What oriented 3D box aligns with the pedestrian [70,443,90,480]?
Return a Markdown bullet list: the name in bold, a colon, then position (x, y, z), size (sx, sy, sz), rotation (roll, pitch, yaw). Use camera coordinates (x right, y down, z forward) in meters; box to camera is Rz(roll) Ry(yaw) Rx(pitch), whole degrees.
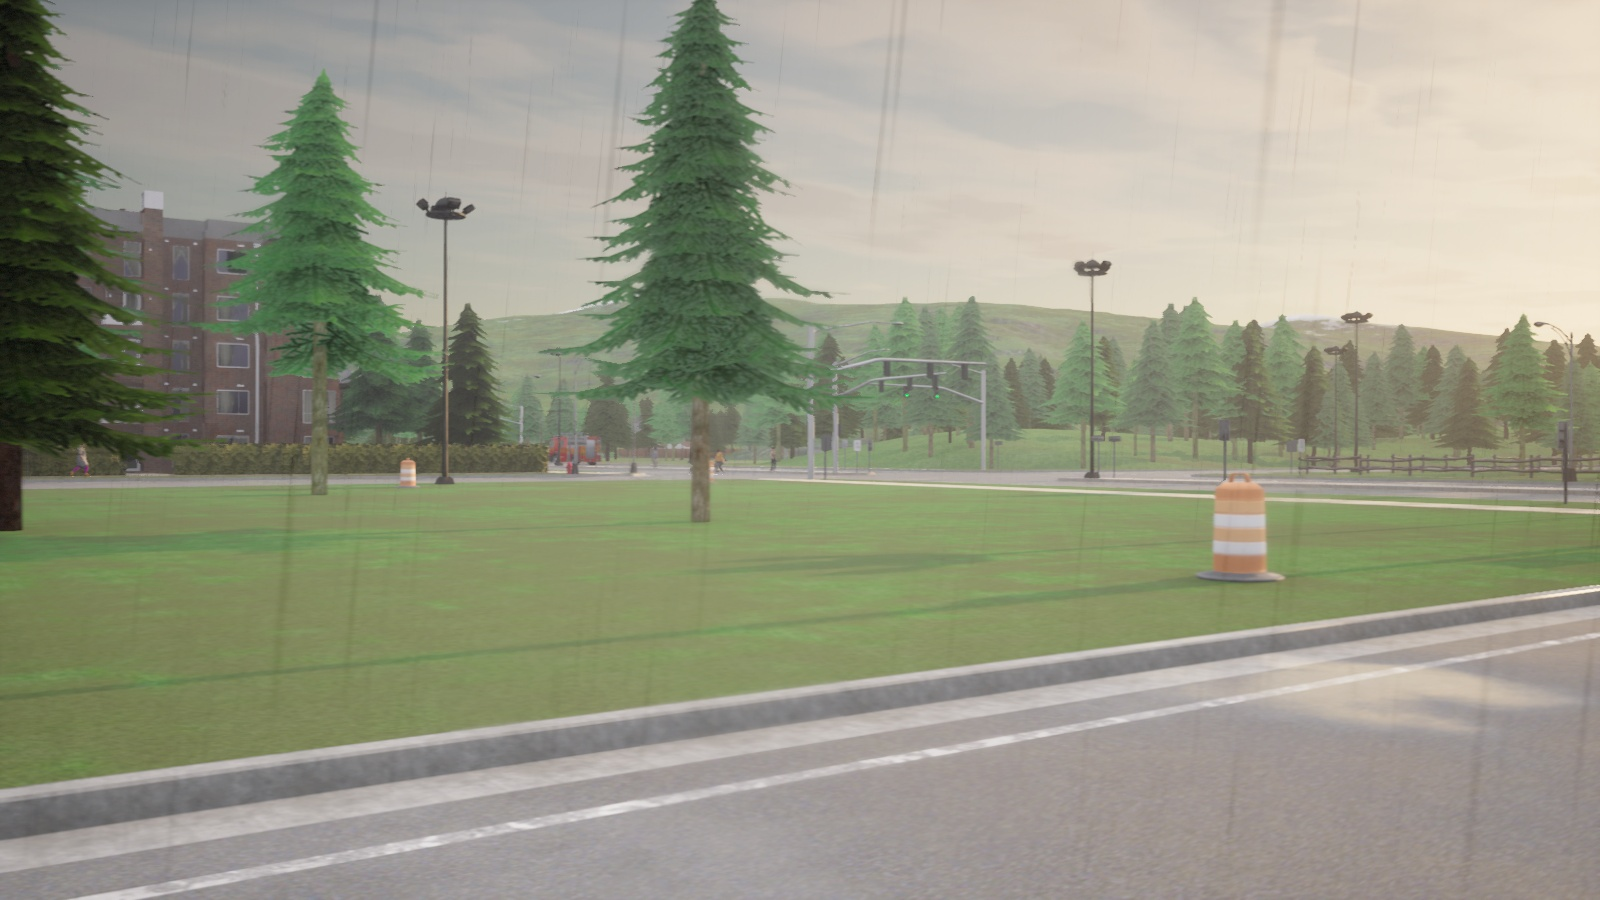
- **pedestrian**: position (-37.848, 0.616, 66.043), size (0.873, 1.952, 0.659), rotation (0, 0, -34)
